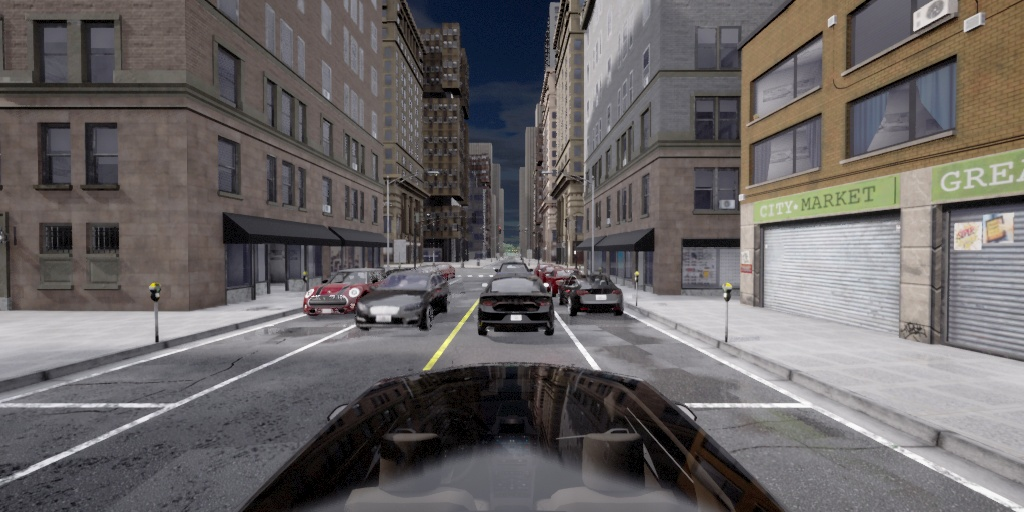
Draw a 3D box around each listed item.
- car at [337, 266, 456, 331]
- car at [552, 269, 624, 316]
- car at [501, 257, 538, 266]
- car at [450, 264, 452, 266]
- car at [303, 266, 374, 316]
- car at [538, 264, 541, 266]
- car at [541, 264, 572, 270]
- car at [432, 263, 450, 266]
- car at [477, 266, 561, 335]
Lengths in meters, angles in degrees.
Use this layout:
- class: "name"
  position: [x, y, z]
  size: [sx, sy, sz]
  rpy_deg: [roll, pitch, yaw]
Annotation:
- class: "car"
  position: [-3.092, 1.239, 11.089]
  size: [2.128, 1.511, 4.902]
  rpy_deg: [0, 0, 0]
- class: "car"
  position: [2.764, 1.314, 13.146]
  size: [1.948, 1.339, 4.313]
  rpy_deg: [0, 0, 0]
- class: "car"
  position: [0.105, 1.100, 19.698]
  size: [2.097, 1.767, 4.553]
  rpy_deg: [0, 0, 0]
- class: "car"
  position: [-5.758, 1.293, 29.663]
  size: [1.888, 1.381, 4.507]
  rpy_deg: [0, 0, 0]
- class: "car"
  position: [-5.762, 1.188, 13.147]
  size: [1.967, 1.591, 4.097]
  rpy_deg: [0, 0, 0]
- class: "car"
  position: [2.766, 1.293, 24.156]
  size: [1.888, 1.381, 4.507]
  rpy_deg: [0, 0, 0]
- class: "car"
  position: [2.765, 1.293, 18.650]
  size: [1.888, 1.381, 4.507]
  rpy_deg: [0, 0, 0]
- class: "car"
  position: [-5.759, 1.298, 24.158]
  size: [2.007, 1.370, 4.403]
  rpy_deg: [0, 0, 0]
- class: "car"
  position: [0.100, 1.226, 10.475]
  size: [1.882, 1.535, 5.008]
  rpy_deg: [0, 0, 0]
